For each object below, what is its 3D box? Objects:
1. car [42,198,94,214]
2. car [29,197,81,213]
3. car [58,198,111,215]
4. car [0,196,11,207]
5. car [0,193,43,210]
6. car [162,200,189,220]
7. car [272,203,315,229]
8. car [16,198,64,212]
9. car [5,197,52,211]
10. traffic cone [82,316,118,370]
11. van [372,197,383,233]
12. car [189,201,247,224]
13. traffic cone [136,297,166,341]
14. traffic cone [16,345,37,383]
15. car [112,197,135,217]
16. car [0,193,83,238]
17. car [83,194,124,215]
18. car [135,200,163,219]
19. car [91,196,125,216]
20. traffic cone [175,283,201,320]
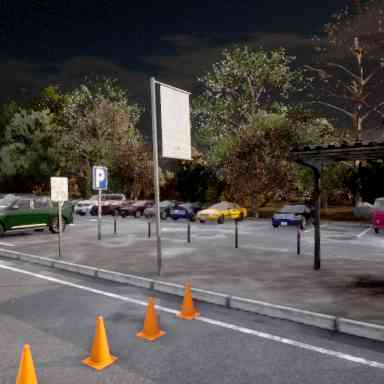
[{"bbox_3d":[-13.469,1.455,36.509,2.097,1.535,5.008,0,0,35],"label":"car"},{"bbox_3d":[-15.631,1.445,38.261,1.946,1.575,5.366,0,0,35],"label":"car"},{"bbox_3d":[-11.196,1.462,34.911,2.231,1.521,4.892,0,0,35],"label":"car"},{"bbox_3d":[-29.259,1.334,47.840,1.946,1.575,5.366,1,0,35],"label":"car"},{"bbox_3d":[-22.568,1.154,42.875,2.435,2.045,5.566,0,0,35],"label":"car"},{"bbox_3d":[0.178,1.505,26.961,2.163,1.488,4.792,0,0,35],"label":"car"},{"bbox_3d":[6.958,1.513,22.126,2.163,1.488,4.792,0,0,35],"label":"car"},{"bbox_3d":[-18.023,1.470,39.680,2.163,1.488,4.792,0,0,35],"label":"car"},{"bbox_3d":[-20.266,1.453,41.328,2.163,1.488,4.792,0,0,35],"label":"car"},{"bbox_3d":[-1.221,1.957,4.424,0.340,0.580,0.340,0,0,35],"label":"traffic cone"},{"bbox_3d":[11.583,1.264,19.053,1.878,1.987,4.442,0,0,35],"label":"van"},{"bbox_3d":[2.325,1.475,25.190,1.946,1.575,5.366,0,0,35],"label":"car"},{"bbox_3d":[-0.646,1.957,5.241,0.340,0.580,0.340,0,0,35],"label":"traffic cone"},{"bbox_3d":[-1.797,1.957,3.608,0.340,0.580,0.340,0,0,35],"label":"traffic cone"},{"bbox_3d":[-4.377,1.469,30.133,2.097,1.535,5.008,0,0,35],"label":"car"},{"bbox_3d":[-8.934,1.221,17.308,2.435,2.045,5.566,0,0,35],"label":"car"},{"bbox_3d":[-8.939,1.212,33.297,2.435,2.045,5.566,0,0,35],"label":"car"},{"bbox_3d":[-2.106,1.473,28.538,2.231,1.521,4.892,0,0,35],"label":"car"},{"bbox_3d":[-6.649,1.466,31.729,2.097,1.535,5.008,0,0,35],"label":"car"},{"bbox_3d":[-0.071,1.957,6.056,0.340,0.580,0.340,0,0,36],"label":"traffic cone"}]
